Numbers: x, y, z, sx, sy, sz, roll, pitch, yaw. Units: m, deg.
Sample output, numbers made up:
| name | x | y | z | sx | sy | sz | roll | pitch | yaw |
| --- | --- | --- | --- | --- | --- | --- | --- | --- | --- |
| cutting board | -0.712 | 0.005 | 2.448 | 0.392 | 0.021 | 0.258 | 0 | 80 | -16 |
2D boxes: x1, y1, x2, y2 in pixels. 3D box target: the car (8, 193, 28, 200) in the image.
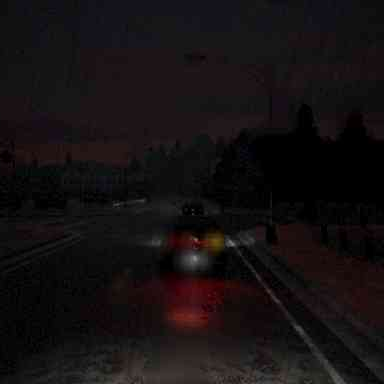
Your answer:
| name | x | y | z | sx | sy | sz | roll | pitch | yaw |
| --- | --- | --- | --- | --- | --- | --- | --- | --- | --- |
| car | -42.903 | 1.091 | 81.922 | 3.866 | 1.878 | 1.905 | 0 | 0 | 0 |

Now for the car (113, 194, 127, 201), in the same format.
| name | x | y | z | sx | sy | sz | roll | pitch | yaw |
| --- | --- | --- | --- | --- | --- | --- | --- | --- | --- |
| car | -17.652 | 1.168 | 75.495 | 5.027 | 1.636 | 2.152 | 0 | 0 | 0 |

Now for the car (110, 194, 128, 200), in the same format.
| name | x | y | z | sx | sy | sz | roll | pitch | yaw |
| --- | --- | --- | --- | --- | --- | --- | --- | --- | --- |
| car | -17.975 | 1.246 | 81.913 | 3.806 | 1.475 | 1.970 | 0 | 0 | 0 |

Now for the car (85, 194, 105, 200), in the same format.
| name | x | y | z | sx | sy | sz | roll | pitch | yaw |
| --- | --- | --- | --- | --- | --- | --- | --- | --- | --- |
| car | -25.024 | 1.312 | 85.576 | 4.514 | 1.523 | 2.007 | 0 | 0 | 0 |

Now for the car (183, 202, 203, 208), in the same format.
| name | x | y | z | sx | sy | sz | roll | pitch | yaw |
| --- | --- | --- | --- | --- | --- | --- | --- | --- | --- |
| car | 0.097 | 1.605 | 31.309 | 1.895 | 1.301 | 4.718 | 0 | 0 | 0 |

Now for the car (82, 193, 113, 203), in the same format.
| name | x | y | z | sx | sy | sz | roll | pitch | yaw |
| --- | --- | --- | --- | --- | --- | --- | --- | --- | --- |
| car | -17.240 | 1.112 | 59.795 | 4.605 | 1.855 | 1.932 | 0 | 0 | 0 |

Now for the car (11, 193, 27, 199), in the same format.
| name | x | y | z | sx | sy | sz | roll | pitch | yaw |
| --- | --- | --- | --- | --- | --- | --- | --- | --- | --- |
| car | -35.748 | 1.312 | 66.179 | 4.514 | 1.523 | 2.007 | 0 | 0 | 0 |

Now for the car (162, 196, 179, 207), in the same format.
| name | x | y | z | sx | sy | sz | roll | pitch | yaw |
| --- | --- | --- | --- | --- | --- | --- | --- | --- | --- |
| car | -3.566 | 1.491 | 51.780 | 2.128 | 1.511 | 4.902 | 0 | 0 | 0 |

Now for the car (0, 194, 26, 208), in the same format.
| name | x | y | z | sx | sy | sz | roll | pitch | yaw |
| --- | --- | --- | --- | --- | --- | --- | --- | --- | --- |
| car | -24.799 | 1.399 | 44.192 | 3.806 | 1.475 | 1.970 | 0 | 0 | 0 |

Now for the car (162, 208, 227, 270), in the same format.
| name | x | y | z | sx | sy | sz | roll | pitch | yaw |
| --- | --- | --- | --- | --- | --- | --- | --- | --- | --- |
| car | 0.075 | 1.504 | 11.022 | 1.837 | 1.490 | 4.892 | 0 | 0 | 0 |

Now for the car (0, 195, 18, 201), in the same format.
| name | x | y | z | sx | sy | sz | roll | pitch | yaw |
| --- | --- | --- | --- | --- | --- | --- | --- | --- | --- |
| car | -43.515 | 1.375 | 78.598 | 3.806 | 1.475 | 1.970 | 0 | 0 | 0 |

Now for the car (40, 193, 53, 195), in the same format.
| name | x | y | z | sx | sy | sz | roll | pitch | yaw |
| --- | --- | --- | --- | --- | --- | --- | --- | --- | --- |
| car | -35.035 | 1.111 | 78.635 | 4.605 | 1.855 | 1.932 | 0 | 0 | 0 |

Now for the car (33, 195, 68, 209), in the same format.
| name | x | y | z | sx | sy | sz | roll | pitch | yaw |
| --- | --- | --- | --- | --- | --- | --- | --- | --- | --- |
| car | -17.379 | 1.388 | 41.212 | 3.633 | 1.501 | 1.845 | 0 | 0 | 0 |

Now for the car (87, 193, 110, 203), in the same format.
| name | x | y | z | sx | sy | sz | roll | pitch | yaw |
| --- | --- | --- | --- | --- | --- | --- | --- | --- | --- |
| car | -17.653 | 1.091 | 62.701 | 3.866 | 1.878 | 1.905 | 0 | 0 | 0 |
